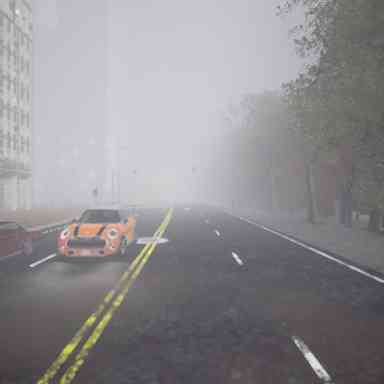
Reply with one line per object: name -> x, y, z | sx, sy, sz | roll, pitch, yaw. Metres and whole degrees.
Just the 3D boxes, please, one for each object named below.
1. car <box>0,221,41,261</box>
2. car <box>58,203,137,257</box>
car -> -6.671, 1.628, 10.457 | 1.895, 1.301, 4.718 | 0, 0, -1
car -> -3.467, 1.382, 13.005 | 2.097, 1.767, 4.553 | 0, 0, -1
